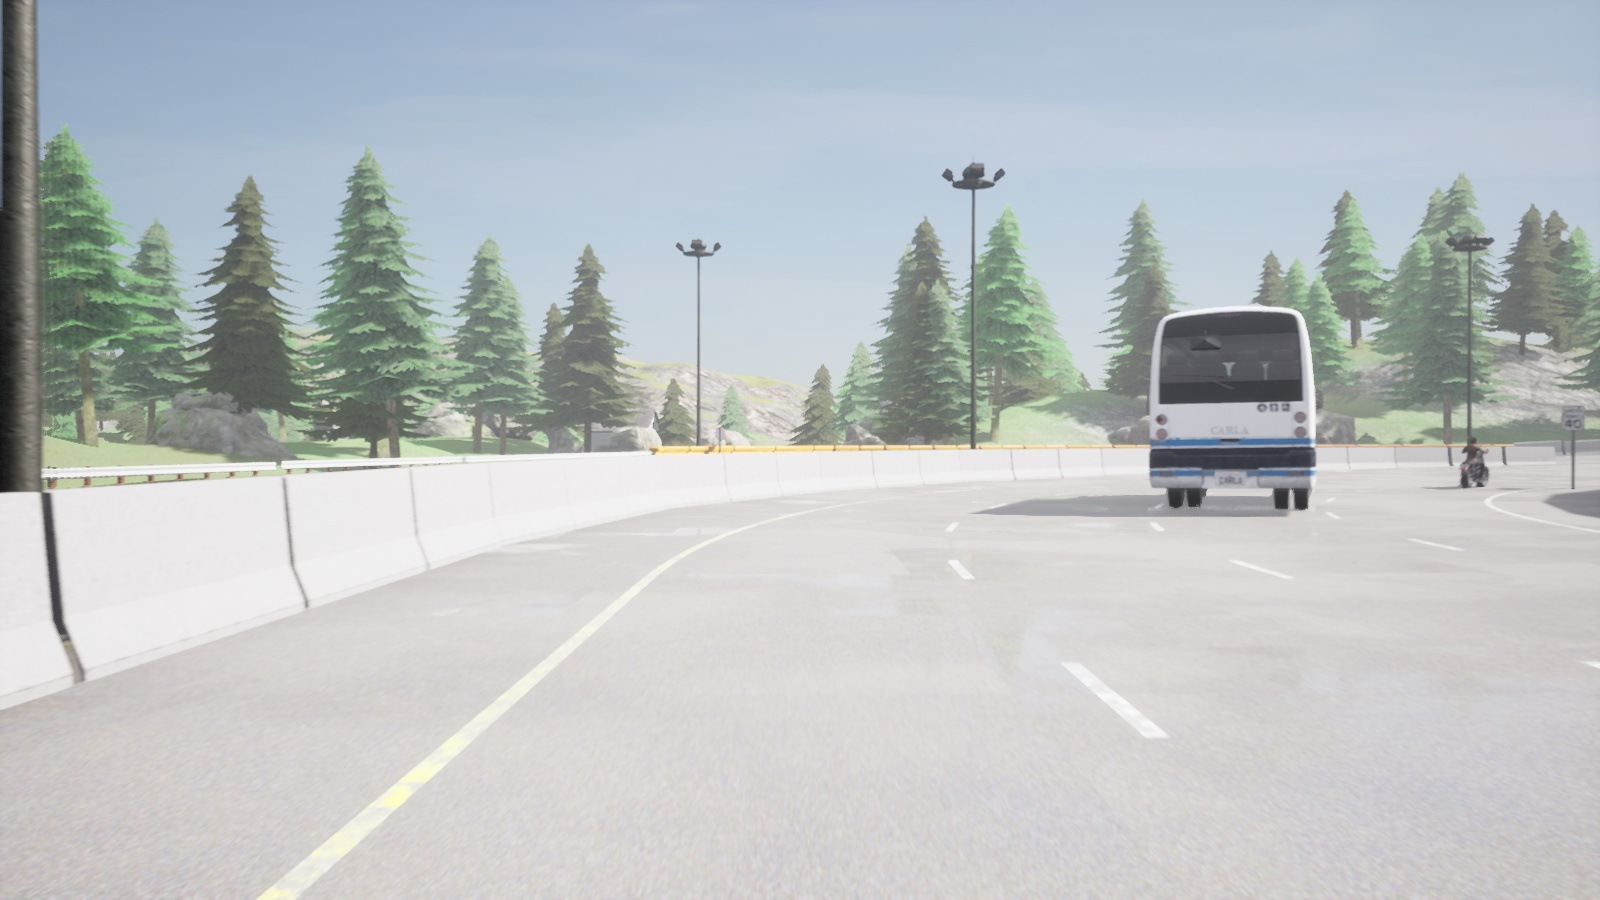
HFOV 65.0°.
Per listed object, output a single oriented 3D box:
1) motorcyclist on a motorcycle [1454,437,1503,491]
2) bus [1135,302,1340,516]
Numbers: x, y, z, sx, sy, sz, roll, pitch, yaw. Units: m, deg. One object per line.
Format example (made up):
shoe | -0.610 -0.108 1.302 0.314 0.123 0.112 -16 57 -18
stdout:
motorcyclist on a motorcycle | 21.455 0.438 39.697 0.766 1.649 2.350 1 1 43
bus | 10.832 -0.830 30.427 3.944 4.253 10.273 0 0 22
